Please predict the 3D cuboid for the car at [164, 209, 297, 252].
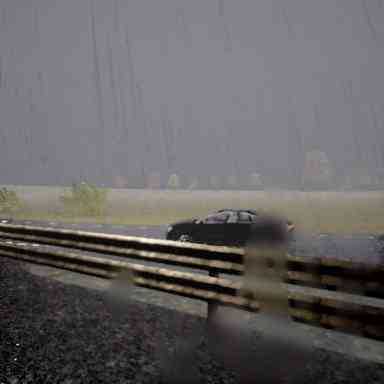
[{"bbox_3d":[1.354,1.385,12.414,4.902,1.511,2.128,0,0,22],"label":"car"}]
